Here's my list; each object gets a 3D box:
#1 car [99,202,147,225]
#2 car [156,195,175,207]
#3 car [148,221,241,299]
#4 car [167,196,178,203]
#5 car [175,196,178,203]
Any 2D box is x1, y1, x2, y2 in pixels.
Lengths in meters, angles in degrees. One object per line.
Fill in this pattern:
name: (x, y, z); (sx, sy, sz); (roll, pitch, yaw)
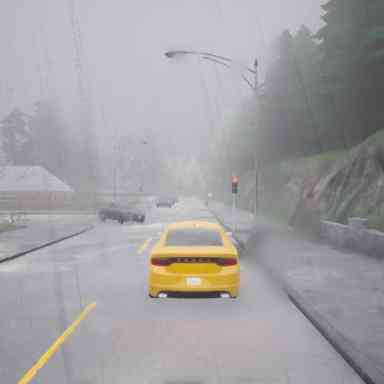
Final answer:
car: (-5.134, 1.506, 24.470); (1.837, 1.490, 4.892); (5, -3, -41)
car: (-4.060, 1.352, 49.499); (2.097, 1.767, 4.553); (0, 0, 0)
car: (0.059, 1.478, 8.532); (1.882, 1.535, 5.008); (0, 0, 1)
car: (-3.956, 1.564, 68.827); (1.994, 1.385, 4.181); (0, 0, 0)
car: (-4.035, 1.564, 58.817); (1.994, 1.385, 4.181); (0, 0, 0)
